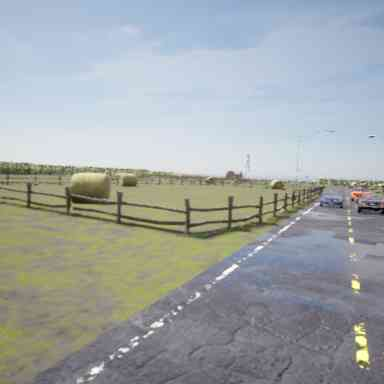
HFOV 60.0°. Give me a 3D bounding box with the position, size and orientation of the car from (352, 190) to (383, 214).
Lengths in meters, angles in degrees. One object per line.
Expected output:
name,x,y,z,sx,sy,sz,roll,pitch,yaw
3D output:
car,13.920,0.857,25.982,2.033,1.411,5.357,3,3,25

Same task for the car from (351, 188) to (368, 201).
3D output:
car,20.670,0.239,40.665,2.097,1.767,4.553,3,3,25

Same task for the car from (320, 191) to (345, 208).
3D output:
car,12.732,0.607,30.168,1.812,1.442,4.674,3,3,25
